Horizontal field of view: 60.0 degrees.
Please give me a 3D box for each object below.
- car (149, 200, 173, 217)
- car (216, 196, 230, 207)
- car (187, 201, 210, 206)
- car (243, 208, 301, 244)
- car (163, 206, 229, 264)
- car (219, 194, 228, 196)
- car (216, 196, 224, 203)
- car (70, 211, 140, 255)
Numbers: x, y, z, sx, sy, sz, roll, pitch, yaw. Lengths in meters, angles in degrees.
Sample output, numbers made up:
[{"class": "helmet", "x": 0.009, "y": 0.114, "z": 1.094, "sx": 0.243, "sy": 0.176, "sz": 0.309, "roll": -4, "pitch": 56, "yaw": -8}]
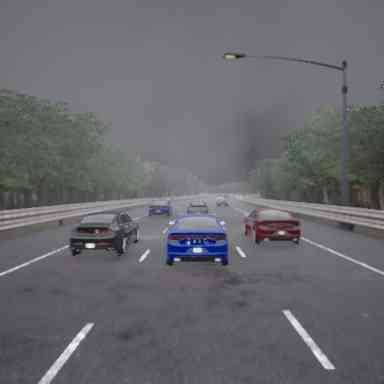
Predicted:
[{"class": "car", "x": -2.879, "y": 1.528, "z": 31.637, "sx": 1.882, "sy": 1.535, "sz": 5.008, "roll": 0, "pitch": 0, "yaw": 2}, {"class": "car", "x": 5.076, "y": 1.785, "z": 55.688, "sx": 1.895, "sy": 1.301, "sz": 4.718, "roll": 0, "pitch": 0, "yaw": 3}, {"class": "car", "x": 0.570, "y": 1.538, "z": 29.974, "sx": 2.128, "sy": 1.511, "sz": 4.902, "roll": 0, "pitch": 0, "yaw": 2}, {"class": "car", "x": 3.638, "y": 1.491, "z": 15.838, "sx": 1.882, "sy": 1.535, "sz": 5.008, "roll": 0, "pitch": 0, "yaw": 1}, {"class": "car", "x": 0.187, "y": 1.485, "z": 11.815, "sx": 1.882, "sy": 1.535, "sz": 5.008, "roll": 0, "pitch": 0, "yaw": 1}, {"class": "car", "x": 5.822, "y": 1.748, "z": 67.545, "sx": 1.882, "sy": 1.535, "sz": 5.008, "roll": 0, "pitch": 0, "yaw": 4}, {"class": "car", "x": 6.937, "y": 1.873, "z": 82.384, "sx": 1.837, "sy": 1.490, "sz": 4.892, "roll": 0, "pitch": 0, "yaw": 5}, {"class": "car", "x": -3.295, "y": 1.513, "z": 13.311, "sx": 1.837, "sy": 1.490, "sz": 4.892, "roll": 0, "pitch": 0, "yaw": 1}]
